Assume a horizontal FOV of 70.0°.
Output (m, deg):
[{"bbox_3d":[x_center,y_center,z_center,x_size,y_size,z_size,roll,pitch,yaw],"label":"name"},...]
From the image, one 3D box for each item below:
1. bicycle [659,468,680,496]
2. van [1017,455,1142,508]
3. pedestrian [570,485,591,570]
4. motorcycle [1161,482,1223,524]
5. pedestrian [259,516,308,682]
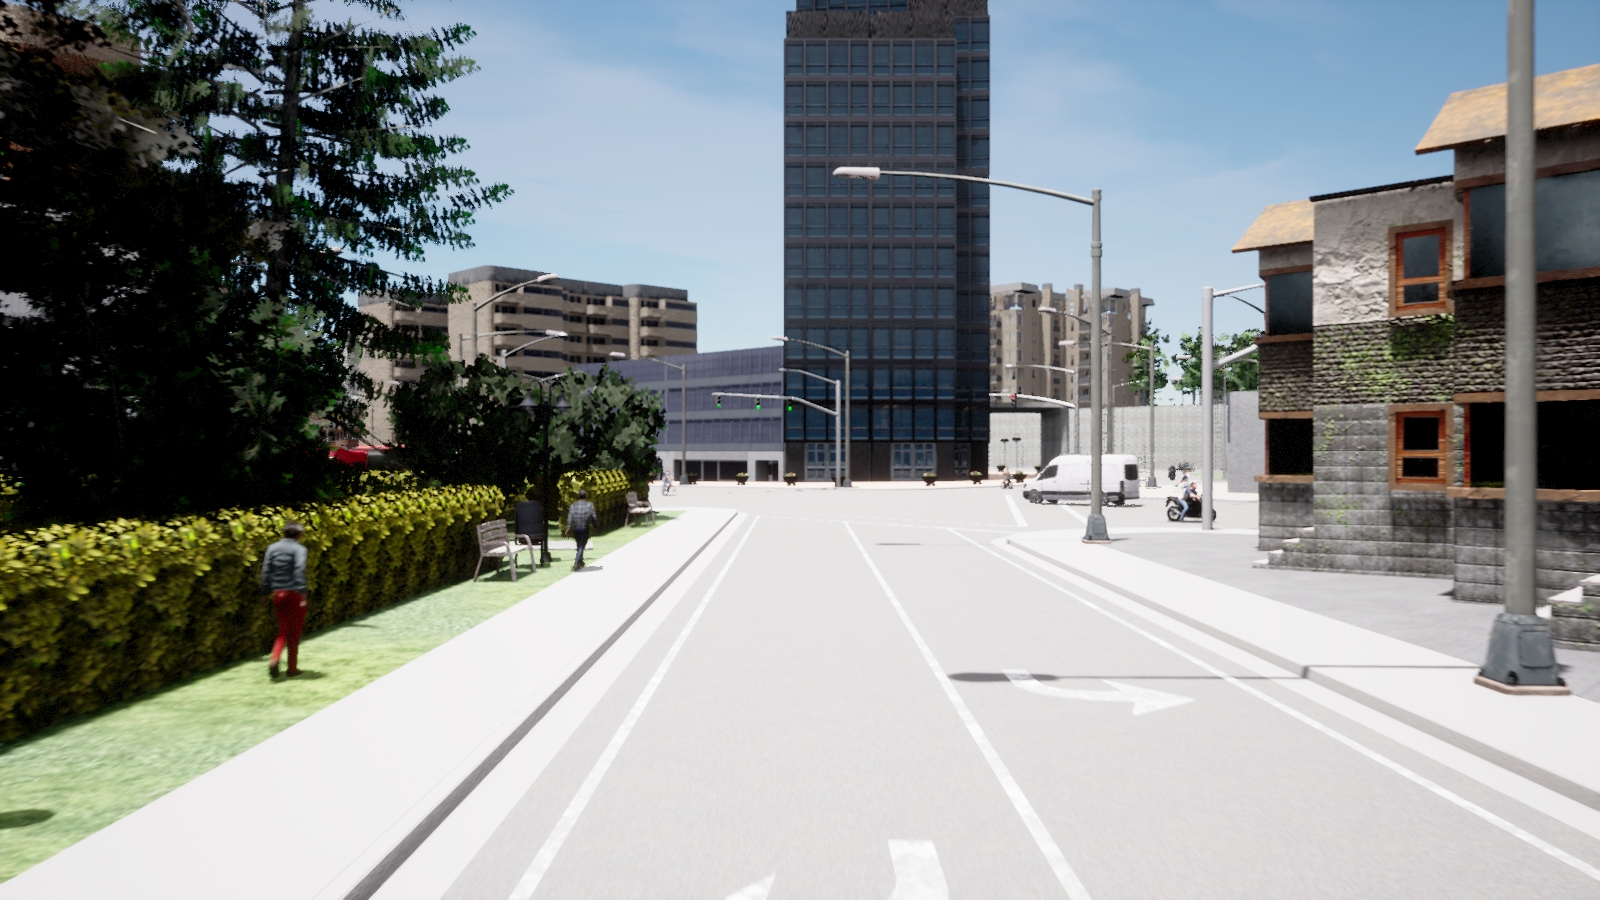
[{"bbox_3d":[-8.209,2.023,71.739,1.643,1.717,0.373,0,0,44],"label":"bicycle"},{"bbox_3d":[14.179,1.536,58.146,5.915,2.561,1.988,0,0,41],"label":"van"},{"bbox_3d":[-4.846,1.705,25.212,0.375,1.860,0.375,0,0,3],"label":"pedestrian"},{"bbox_3d":[14.755,1.977,43.058,0.803,1.505,2.033,0,0,-45],"label":"motorcycle"},{"bbox_3d":[-5.949,1.704,13.163,0.375,1.860,0.375,0,0,8],"label":"pedestrian"}]
